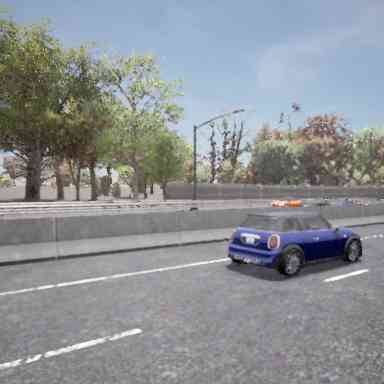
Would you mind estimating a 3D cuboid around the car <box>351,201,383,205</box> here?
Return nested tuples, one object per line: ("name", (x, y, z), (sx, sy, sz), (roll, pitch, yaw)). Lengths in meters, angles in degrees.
("car", (18.968, 1.649, 34.756), (4.181, 1.385, 1.994), (0, 0, -35))

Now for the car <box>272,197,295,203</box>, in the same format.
("car", (12.060, 1.434, 42.518), (4.553, 1.767, 2.097), (0, 0, -37))

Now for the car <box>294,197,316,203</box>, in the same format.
("car", (15.230, 1.578, 40.686), (4.902, 1.511, 2.128), (0, 0, -35))

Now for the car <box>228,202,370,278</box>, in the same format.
("car", (3.350, 1.369, 10.468), (4.553, 1.767, 2.097), (0, 0, -35))

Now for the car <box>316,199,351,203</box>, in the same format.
("car", (16.731, 1.631, 37.463), (5.357, 1.411, 2.033), (0, 0, -36))
